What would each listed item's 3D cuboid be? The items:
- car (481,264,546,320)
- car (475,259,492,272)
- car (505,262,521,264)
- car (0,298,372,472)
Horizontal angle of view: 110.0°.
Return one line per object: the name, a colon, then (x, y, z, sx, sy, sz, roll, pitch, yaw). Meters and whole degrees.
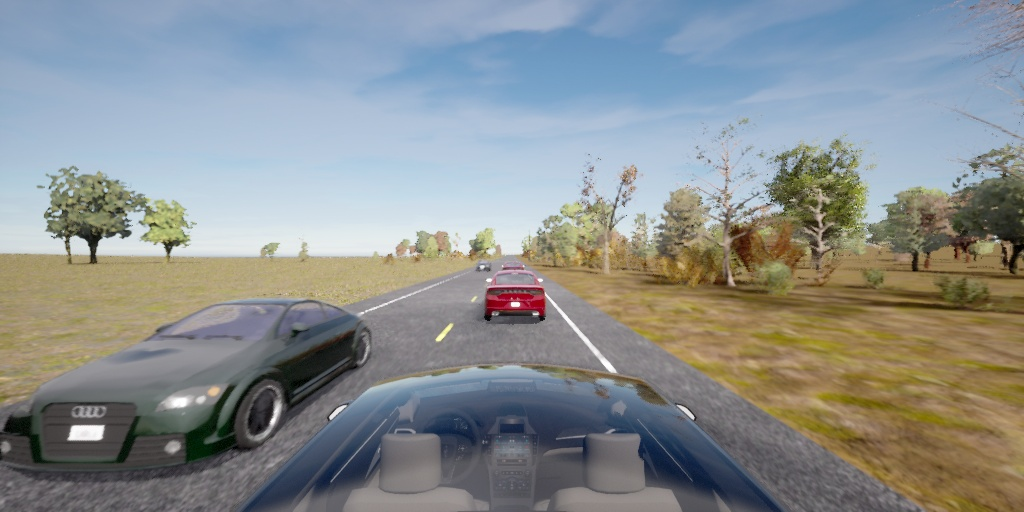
car: (0.099, 1.226, 12.679, 1.882, 1.535, 5.008, 0, 0, 0)
car: (-3.590, 1.205, 45.854, 2.128, 1.511, 4.902, 0, 0, 0)
car: (0.096, 1.213, 31.053, 1.882, 1.535, 5.008, 0, 0, 0)
car: (-3.601, 1.314, 5.028, 1.994, 1.385, 4.181, 0, 0, 0)
